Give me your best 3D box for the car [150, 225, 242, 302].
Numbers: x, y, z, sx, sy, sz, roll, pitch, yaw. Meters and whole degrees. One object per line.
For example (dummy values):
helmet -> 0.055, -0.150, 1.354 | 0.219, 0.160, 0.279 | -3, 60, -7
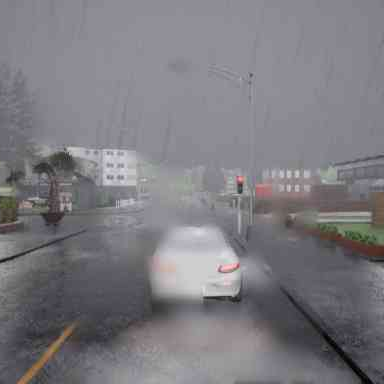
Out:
car -> 0.086, 1.526, 8.133 | 1.812, 1.442, 4.674 | 0, 0, 0

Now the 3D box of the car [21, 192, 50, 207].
car -> -19.817, 0.986, 42.788 | 1.905, 1.878, 3.866 | 0, 0, 35
